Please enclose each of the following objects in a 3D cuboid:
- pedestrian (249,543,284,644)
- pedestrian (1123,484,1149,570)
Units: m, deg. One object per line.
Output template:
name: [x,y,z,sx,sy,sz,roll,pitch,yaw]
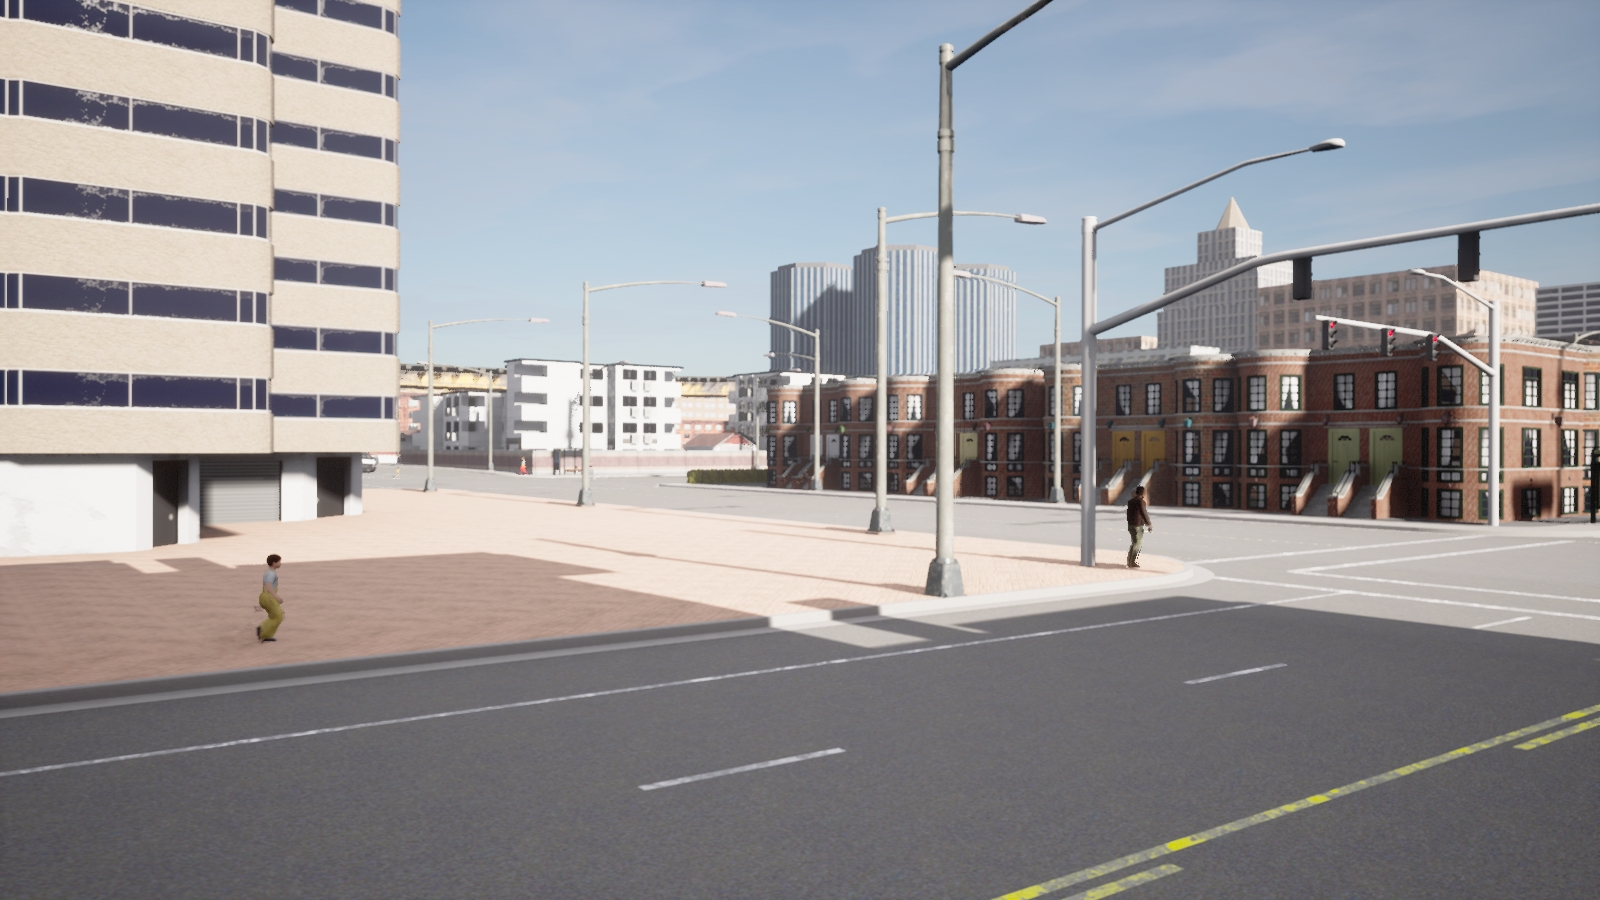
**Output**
pedestrian: [-7.199,1.930,15.419,0.375,1.300,0.375,0,0,-34]
pedestrian: [7.391,1.678,25.137,0.375,1.860,0.375,0,0,-20]
